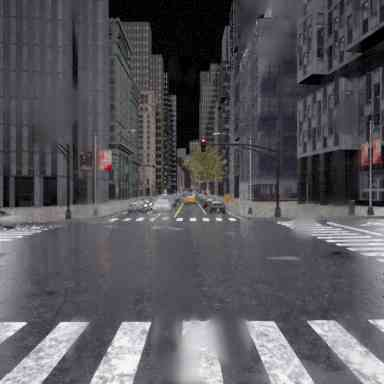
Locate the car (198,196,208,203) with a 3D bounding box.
[{"bbox_3d":[2.440,1.588,73.113,1.947,1.339,4.313,0,0,0],"label":"car"}]

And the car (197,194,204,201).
[{"bbox_3d":[2.506,1.566,62.535,2.008,1.369,4.403,0,0,0],"label":"car"}]

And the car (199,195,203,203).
[{"bbox_3d":[2.568,1.561,52.663,2.008,1.369,4.403,0,0,0],"label":"car"}]

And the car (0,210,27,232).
[{"bbox_3d":[-12.991,1.800,20.604,4.718,1.301,1.895,-1,0,-2],"label":"car"}]

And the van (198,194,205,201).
[{"bbox_3d":[2.374,1.372,83.691,1.690,1.788,3.998,0,0,0],"label":"van"}]

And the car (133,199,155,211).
[{"bbox_3d":[-5.886,1.557,41.272,2.008,1.369,4.403,0,0,0],"label":"car"}]

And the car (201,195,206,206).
[{"bbox_3d":[2.602,1.553,47.219,1.887,1.381,4.507,0,0,0],"label":"car"}]

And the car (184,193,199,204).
[{"bbox_3d":[-0.166,1.495,64.359,1.882,1.535,5.008,0,0,-1],"label":"car"}]

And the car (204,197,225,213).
[{"bbox_3d":[2.670,1.555,36.330,2.008,1.369,4.403,0,0,0],"label":"car"}]

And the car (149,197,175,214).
[{"bbox_3d":[-3.189,1.530,36.101,1.812,1.442,4.674,0,0,0],"label":"car"}]

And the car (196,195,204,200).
[{"bbox_3d":[2.308,1.592,94.268,2.008,1.369,4.403,0,0,0],"label":"car"}]

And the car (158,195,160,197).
[{"bbox_3d":[-5.977,1.578,55.843,1.947,1.339,4.313,0,0,0],"label":"car"}]

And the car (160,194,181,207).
[{"bbox_3d":[-3.275,1.500,50.546,2.128,1.511,4.902,0,0,0],"label":"car"}]

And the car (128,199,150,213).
[{"bbox_3d":[-5.855,1.556,36.280,2.008,1.369,4.403,0,0,0],"label":"car"}]

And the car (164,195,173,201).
[{"bbox_3d":[-6.180,1.586,88.323,2.008,1.369,4.403,0,0,0],"label":"car"}]

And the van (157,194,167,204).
[{"bbox_3d":[-6.045,1.360,66.670,1.690,1.788,3.998,0,0,0],"label":"van"}]

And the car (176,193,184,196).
[{"bbox_3d":[-3.297,1.567,69.265,2.033,1.411,5.357,0,0,0],"label":"car"}]

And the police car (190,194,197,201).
[{"bbox_3d":[0.471,1.463,90.505,1.930,1.638,5.238,0,0,0],"label":"police car"}]

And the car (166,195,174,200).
[{"bbox_3d":[-6.213,1.623,93.735,1.802,1.307,4.206,0,0,0],"label":"car"}]

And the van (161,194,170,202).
[{"bbox_3d":[-6.113,1.367,77.497,1.690,1.788,3.998,0,0,0],"label":"van"}]

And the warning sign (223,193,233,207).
[{"bbox_3d":[4.921,1.123,45.420,1.300,1.860,1.060,0,0,0],"label":"warning sign"}]
